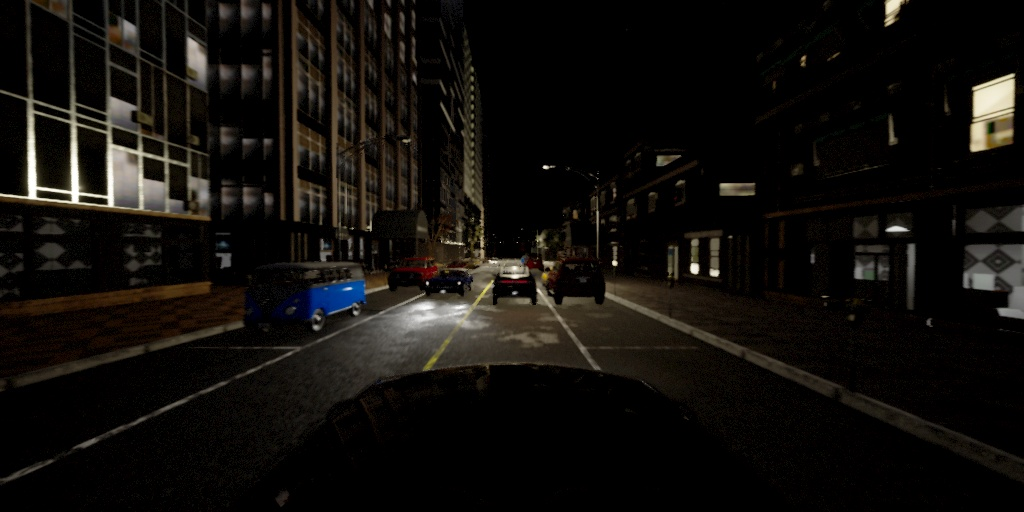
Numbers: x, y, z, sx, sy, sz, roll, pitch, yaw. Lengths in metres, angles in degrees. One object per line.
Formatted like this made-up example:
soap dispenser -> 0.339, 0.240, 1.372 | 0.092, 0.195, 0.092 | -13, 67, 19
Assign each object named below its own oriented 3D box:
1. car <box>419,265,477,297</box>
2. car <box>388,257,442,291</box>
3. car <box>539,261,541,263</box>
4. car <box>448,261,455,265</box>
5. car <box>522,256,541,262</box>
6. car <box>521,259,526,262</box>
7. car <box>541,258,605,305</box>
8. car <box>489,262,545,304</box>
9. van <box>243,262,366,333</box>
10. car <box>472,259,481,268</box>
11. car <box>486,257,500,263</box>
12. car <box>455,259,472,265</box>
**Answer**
car -> -3.100, 1.297, 18.373 | 1.895, 1.301, 4.718 | 0, 0, 0
car -> -5.690, 1.001, 21.400 | 2.192, 1.841, 5.009 | 0, 0, 0
car -> 2.690, 1.211, 21.560 | 1.751, 1.417, 4.829 | 0, 0, 0
car -> -5.691, 1.194, 26.766 | 1.751, 1.417, 4.829 | 0, 0, 0
car -> 2.690, 0.928, 43.529 | 2.192, 1.841, 5.009 | 0, 0, 0
car -> 0.102, 1.244, 34.636 | 1.895, 1.301, 4.718 | 0, 0, 0
car -> 2.690, 1.019, 15.856 | 2.192, 1.841, 5.009 | 0, 0, 0
car -> 0.102, 1.195, 16.052 | 2.128, 1.511, 4.902 | 0, 0, 0
van -> -5.691, 1.063, 10.331 | 1.690, 1.789, 3.998 | 0, 0, 0
car -> -5.691, 1.122, 48.905 | 1.751, 1.417, 4.829 | 0, 0, 0
car -> -2.999, 1.121, 62.266 | 1.812, 1.442, 4.674 | 0, 0, 0
car -> -5.691, 1.177, 38.005 | 1.888, 1.381, 4.507 | 0, 0, 0
